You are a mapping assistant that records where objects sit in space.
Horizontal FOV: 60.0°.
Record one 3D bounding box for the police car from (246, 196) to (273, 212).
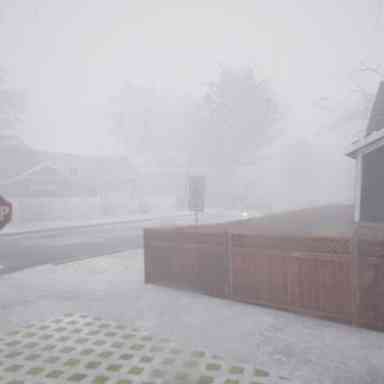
[{"bbox_3d":[7.776,1.324,38.323,1.930,1.638,5.238,3,1,30],"label":"police car"}]
